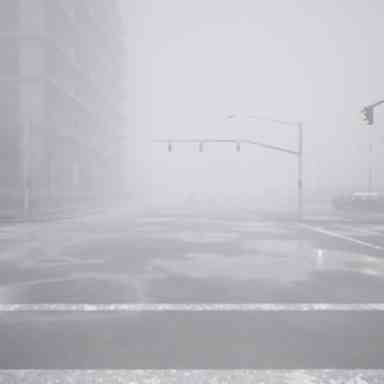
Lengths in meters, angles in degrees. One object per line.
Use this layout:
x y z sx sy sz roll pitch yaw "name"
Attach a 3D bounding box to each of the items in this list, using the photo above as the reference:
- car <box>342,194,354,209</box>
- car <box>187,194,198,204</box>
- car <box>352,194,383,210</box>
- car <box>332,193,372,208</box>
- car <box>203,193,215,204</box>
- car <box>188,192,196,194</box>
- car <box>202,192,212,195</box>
25.251 1.400 49.759 3.905 1.438 1.784 0 0 1 "car"
0.009 1.523 63.640 2.033 1.411 5.357 0 0 0 "car"
25.215 1.433 46.864 3.806 1.475 1.970 0 0 1 "car"
25.233 1.189 52.443 4.605 1.855 1.932 0 0 1 "car"
3.511 1.501 64.038 1.812 1.442 4.674 0 0 0 "car"
0.063 1.059 74.091 2.150 2.045 5.566 0 0 0 "car"
3.563 1.059 74.073 2.150 2.045 5.566 0 0 0 "car"
